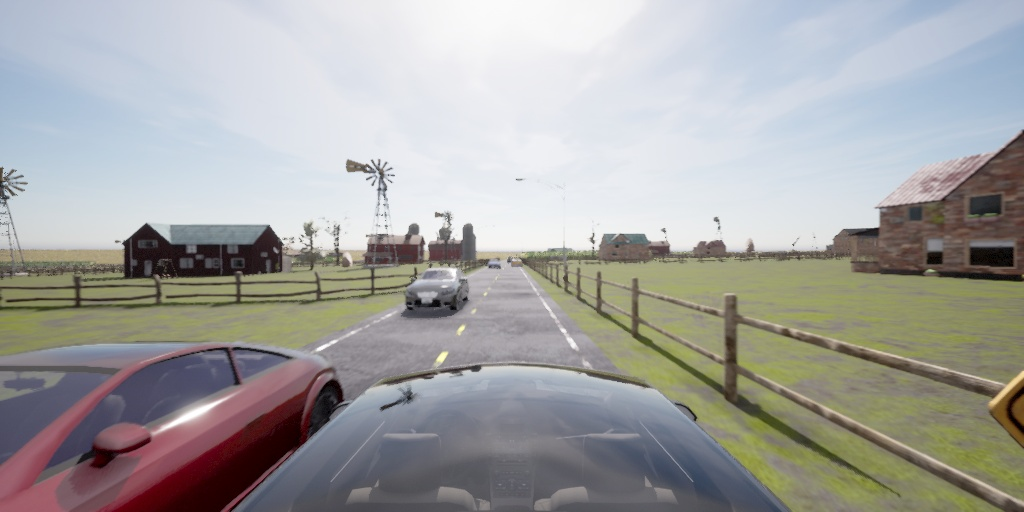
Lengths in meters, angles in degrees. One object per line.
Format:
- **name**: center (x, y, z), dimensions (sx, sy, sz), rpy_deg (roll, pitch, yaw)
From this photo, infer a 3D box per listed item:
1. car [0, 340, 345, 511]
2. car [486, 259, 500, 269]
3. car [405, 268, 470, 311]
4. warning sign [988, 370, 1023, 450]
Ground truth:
- **car**: center (-2.838, 1.315, 2.227), dimensions (1.994, 1.385, 4.181), rpy_deg (0, 0, 1)
- **car**: center (-2.846, 1.264, 56.809), dimensions (1.812, 1.442, 4.674), rpy_deg (0, 0, 0)
- **car**: center (-2.844, 1.233, 14.488), dimensions (2.128, 1.511, 4.902), rpy_deg (0, 0, 0)
- **warning sign**: center (2.453, 0.864, 1.414), dimensions (1.300, 1.860, 1.060), rpy_deg (0, 0, 0)
